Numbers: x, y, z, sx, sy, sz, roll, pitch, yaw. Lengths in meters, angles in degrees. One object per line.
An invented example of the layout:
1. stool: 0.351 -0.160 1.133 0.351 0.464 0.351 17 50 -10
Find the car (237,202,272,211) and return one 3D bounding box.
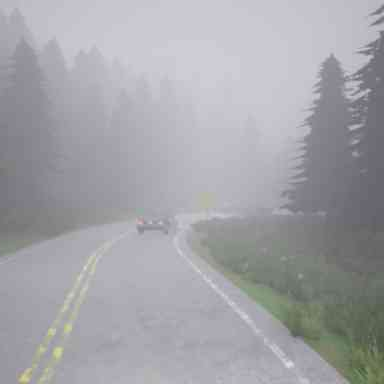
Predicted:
1. car: 8.133 1.972 40.729 4.553 1.767 2.097 2 1 -44

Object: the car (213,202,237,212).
1. car: 4.714 1.988 42.133 4.674 1.442 1.812 1 1 -44

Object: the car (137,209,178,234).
1. car: -2.101 1.825 21.424 2.033 1.411 5.357 -1 -1 6
